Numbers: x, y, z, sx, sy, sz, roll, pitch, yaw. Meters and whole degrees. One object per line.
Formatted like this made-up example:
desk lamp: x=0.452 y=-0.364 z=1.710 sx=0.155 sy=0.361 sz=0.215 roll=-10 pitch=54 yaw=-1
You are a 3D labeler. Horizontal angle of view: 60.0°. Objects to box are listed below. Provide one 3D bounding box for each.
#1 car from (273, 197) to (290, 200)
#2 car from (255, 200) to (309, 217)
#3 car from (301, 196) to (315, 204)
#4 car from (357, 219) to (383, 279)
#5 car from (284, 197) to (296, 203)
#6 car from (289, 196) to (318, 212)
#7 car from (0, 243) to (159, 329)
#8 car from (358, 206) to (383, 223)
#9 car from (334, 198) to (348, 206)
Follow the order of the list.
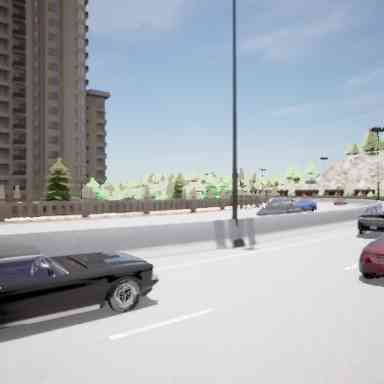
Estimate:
car: x=10.646 y=1.633 z=41.126 sx=1.837 sy=1.490 sz=4.892 roll=0 pitch=0 yaw=32
car: x=6.346 y=1.555 z=24.013 sx=1.837 sy=1.490 sz=4.892 roll=0 pitch=0 yaw=42
car: x=26.787 y=1.767 z=76.894 sx=2.097 sy=1.767 sz=4.553 roll=0 pitch=-1 yaw=7
car: x=6.270 y=1.575 z=9.042 sx=4.181 sy=1.385 sz=1.994 roll=0 pitch=0 yaw=-41
car: x=23.576 y=2.003 z=80.118 sx=1.994 sy=1.385 sz=4.181 roll=0 pitch=-1 yaw=4
car: x=13.263 y=1.594 z=38.732 sx=1.882 sy=1.535 sz=5.008 roll=0 pitch=0 yaw=32
car: x=-2.996 y=1.610 z=5.985 sx=4.718 sy=1.301 sz=1.895 roll=0 pitch=0 yaw=-36
car: x=10.500 y=1.523 z=17.947 sx=2.128 sy=1.511 sz=4.902 roll=0 pitch=0 yaw=44
car: x=27.217 y=1.791 z=60.810 sx=1.812 sy=1.442 sz=4.674 roll=0 pitch=0 yaw=17
